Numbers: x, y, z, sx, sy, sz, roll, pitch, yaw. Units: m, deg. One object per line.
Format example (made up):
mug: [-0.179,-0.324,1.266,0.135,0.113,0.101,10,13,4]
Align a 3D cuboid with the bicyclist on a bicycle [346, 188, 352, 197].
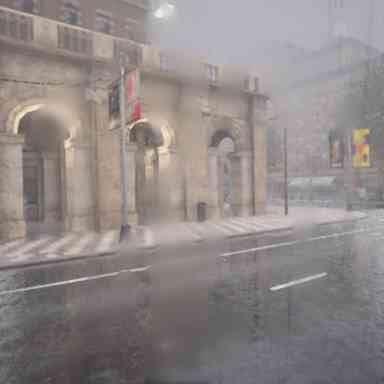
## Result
bicyclist on a bicycle: [27.218,0.115,57.665,1.656,1.620,0.582,-2,1,-36]

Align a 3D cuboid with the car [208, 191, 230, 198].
car: [5.954,0.504,73.707,2.128,1.511,4.902,-2,1,-36]

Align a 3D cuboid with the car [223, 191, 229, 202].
car: [2.617,0.968,47.129,1.895,1.301,4.718,-2,1,-36]
